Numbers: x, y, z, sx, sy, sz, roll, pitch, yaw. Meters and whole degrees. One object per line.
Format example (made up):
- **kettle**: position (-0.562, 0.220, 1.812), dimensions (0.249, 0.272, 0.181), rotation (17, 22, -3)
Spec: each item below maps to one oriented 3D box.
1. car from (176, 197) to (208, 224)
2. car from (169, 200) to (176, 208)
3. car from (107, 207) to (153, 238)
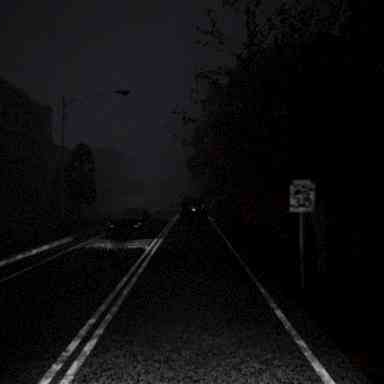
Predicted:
- **car**: position (0.130, 1.405, 26.634), dimensions (2.150, 2.045, 5.566), rotation (0, -1, 0)
- **car**: position (-3.135, 2.134, 61.115), dimensions (2.033, 1.411, 5.357), rotation (0, -1, 1)
- **car**: position (-3.335, 1.574, 18.650), dimensions (1.882, 1.535, 5.008), rotation (0, 0, 0)
